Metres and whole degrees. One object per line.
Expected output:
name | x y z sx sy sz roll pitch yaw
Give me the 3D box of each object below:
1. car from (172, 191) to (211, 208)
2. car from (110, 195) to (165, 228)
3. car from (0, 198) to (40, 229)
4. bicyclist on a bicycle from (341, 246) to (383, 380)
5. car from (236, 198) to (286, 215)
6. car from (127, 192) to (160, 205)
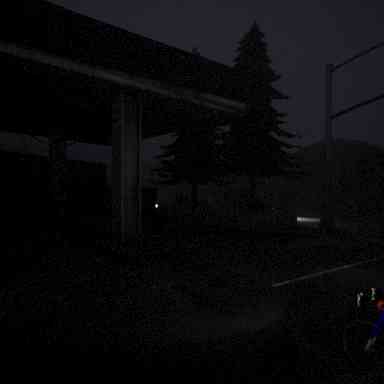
car | -0.074 0.762 33.585 2.097 1.767 4.553 -1 2 -36
car | -3.254 1.030 19.213 1.905 1.878 3.866 -1 2 -36
car | -10.385 1.156 19.388 2.242 1.667 4.611 -1 2 -36
bicyclist on a bicycle | 2.342 1.363 3.510 0.582 1.620 1.656 -1 -1 -36
car | 5.358 1.175 25.961 1.994 1.385 4.181 -1 2 -35
car | -6.233 0.729 42.242 2.033 1.411 5.357 -1 2 -35
